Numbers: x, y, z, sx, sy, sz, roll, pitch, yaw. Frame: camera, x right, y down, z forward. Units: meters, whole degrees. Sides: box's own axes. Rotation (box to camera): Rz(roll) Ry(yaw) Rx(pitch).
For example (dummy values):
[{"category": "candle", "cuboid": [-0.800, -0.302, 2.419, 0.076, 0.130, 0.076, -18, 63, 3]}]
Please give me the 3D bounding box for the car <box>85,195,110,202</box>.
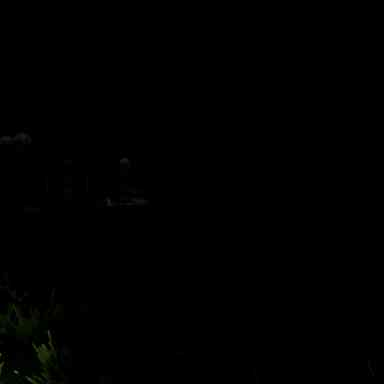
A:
[{"category": "car", "cuboid": [-15.268, 1.312, 53.923, 1.816, 1.474, 4.193, 7, 4, 33]}]
